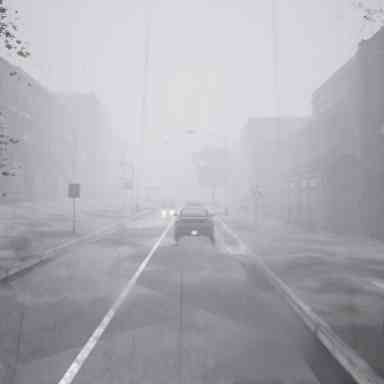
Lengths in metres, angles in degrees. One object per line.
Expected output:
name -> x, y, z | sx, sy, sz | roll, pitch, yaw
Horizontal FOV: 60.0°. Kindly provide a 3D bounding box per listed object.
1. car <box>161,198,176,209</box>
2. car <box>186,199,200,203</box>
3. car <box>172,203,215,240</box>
car -> -3.128, 1.516, 44.991 | 2.128, 1.511, 4.902 | 0, 0, 0
car -> 0.109, 1.527, 35.013 | 1.837, 1.490, 4.892 | 0, 0, 0
car -> 0.101, 1.515, 16.936 | 1.837, 1.490, 4.892 | 0, 0, 0
